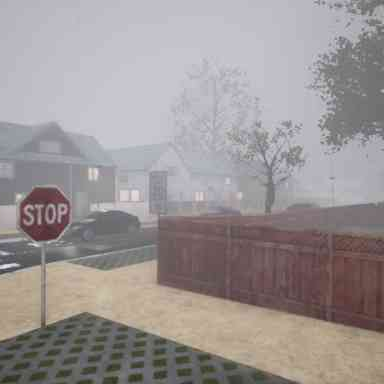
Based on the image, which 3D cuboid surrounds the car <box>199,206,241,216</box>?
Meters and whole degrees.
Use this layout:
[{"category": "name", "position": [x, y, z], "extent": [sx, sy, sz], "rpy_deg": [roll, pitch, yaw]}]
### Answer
[{"category": "car", "position": [2.308, 1.802, 26.884], "extent": [1.994, 1.385, 4.181], "rpy_deg": [0, 0, 37]}]

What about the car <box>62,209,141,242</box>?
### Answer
[{"category": "car", "position": [-4.705, 1.652, 17.471], "extent": [1.812, 1.442, 4.674], "rpy_deg": [0, 0, 36]}]

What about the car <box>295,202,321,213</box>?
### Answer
[{"category": "car", "position": [15.548, 2.009, 44.445], "extent": [1.994, 1.385, 4.181], "rpy_deg": [0, -1, 37]}]

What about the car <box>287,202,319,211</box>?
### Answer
[{"category": "car", "position": [11.336, 1.826, 34.034], "extent": [1.882, 1.535, 5.008], "rpy_deg": [0, 0, 37]}]
